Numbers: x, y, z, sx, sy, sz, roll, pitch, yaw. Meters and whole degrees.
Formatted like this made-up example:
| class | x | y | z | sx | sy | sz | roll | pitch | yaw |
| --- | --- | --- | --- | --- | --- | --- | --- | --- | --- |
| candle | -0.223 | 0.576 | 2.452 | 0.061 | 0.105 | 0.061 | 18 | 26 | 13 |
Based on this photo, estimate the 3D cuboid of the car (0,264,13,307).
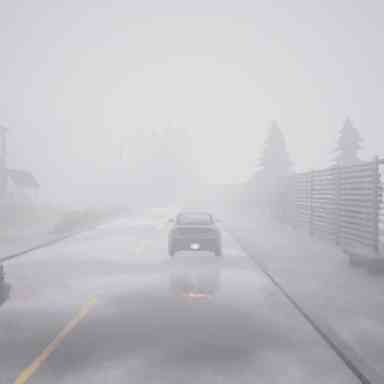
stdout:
| class | x | y | z | sx | sy | sz | roll | pitch | yaw |
| --- | --- | --- | --- | --- | --- | --- | --- | --- | --- |
| car | -4.101 | 1.545 | 3.528 | 2.033 | 1.411 | 5.357 | 0 | 0 | 0 |

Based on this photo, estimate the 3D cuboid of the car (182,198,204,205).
| class | x | y | z | sx | sy | sz | roll | pitch | yaw |
| --- | --- | --- | --- | --- | --- | --- | --- | --- | --- |
| car | 0.099 | 1.324 | 31.245 | 2.097 | 1.767 | 4.553 | 0 | 0 | 0 |

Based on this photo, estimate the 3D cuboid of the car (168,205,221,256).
| class | x | y | z | sx | sy | sz | roll | pitch | yaw |
| --- | --- | --- | --- | --- | --- | --- | --- | --- | --- |
| car | 0.101 | 1.493 | 13.175 | 1.837 | 1.490 | 4.892 | 0 | 0 | 0 |
